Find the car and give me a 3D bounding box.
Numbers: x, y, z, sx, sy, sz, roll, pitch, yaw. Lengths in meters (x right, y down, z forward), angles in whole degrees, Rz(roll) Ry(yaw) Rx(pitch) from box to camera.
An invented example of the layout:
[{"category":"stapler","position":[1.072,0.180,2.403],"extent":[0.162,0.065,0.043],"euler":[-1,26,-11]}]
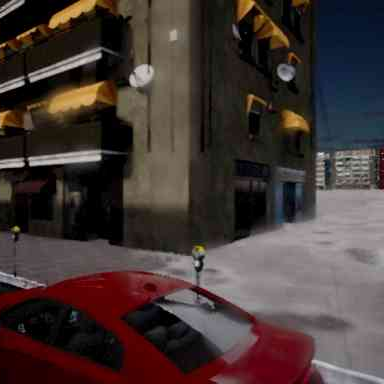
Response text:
[{"category":"car","position":[-0.996,1.558,3.576],"extent":[4.507,1.381,1.887],"euler":[0,0,36]}]
